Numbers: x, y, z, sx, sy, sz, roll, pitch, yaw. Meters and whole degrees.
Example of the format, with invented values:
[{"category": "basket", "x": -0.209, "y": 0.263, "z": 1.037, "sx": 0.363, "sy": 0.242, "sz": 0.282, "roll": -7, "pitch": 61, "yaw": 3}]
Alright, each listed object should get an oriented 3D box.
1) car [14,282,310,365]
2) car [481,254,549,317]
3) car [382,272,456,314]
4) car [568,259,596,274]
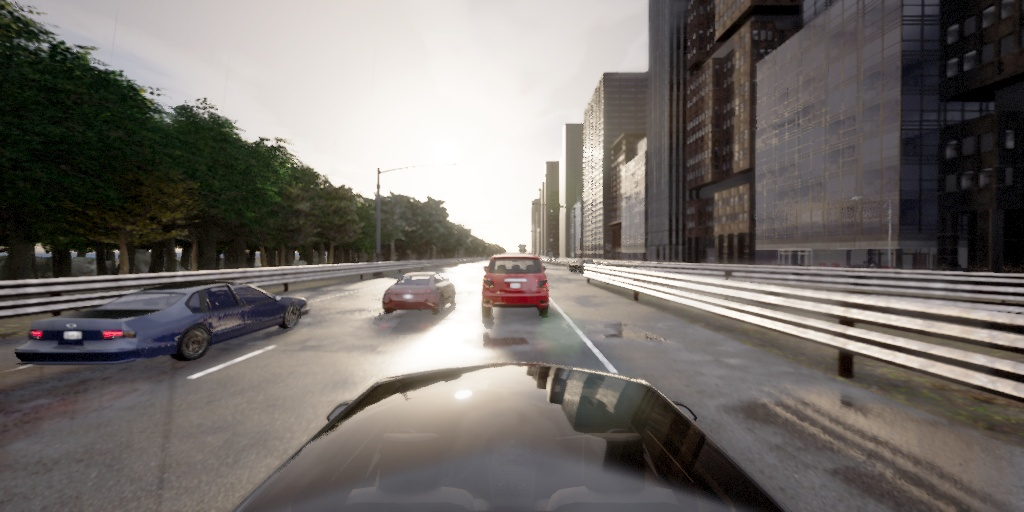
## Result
[{"category": "car", "x": -6.896, "y": 1.289, "z": 8.138, "sx": 2.033, "sy": 1.411, "sz": 5.357, "roll": 0, "pitch": 0, "yaw": 0}, {"category": "car", "x": 0.105, "y": 0.956, "z": 13.220, "sx": 2.150, "sy": 2.045, "sz": 5.566, "roll": 0, "pitch": 0, "yaw": 0}, {"category": "car", "x": -3.394, "y": 1.298, "z": 13.748, "sx": 1.994, "sy": 1.385, "sz": 4.181, "roll": 0, "pitch": 0, "yaw": 0}, {"category": "car", "x": 8.112, "y": 1.166, "z": 41.593, "sx": 2.033, "sy": 1.649, "sz": 4.856, "roll": 0, "pitch": 0, "yaw": -11}]
